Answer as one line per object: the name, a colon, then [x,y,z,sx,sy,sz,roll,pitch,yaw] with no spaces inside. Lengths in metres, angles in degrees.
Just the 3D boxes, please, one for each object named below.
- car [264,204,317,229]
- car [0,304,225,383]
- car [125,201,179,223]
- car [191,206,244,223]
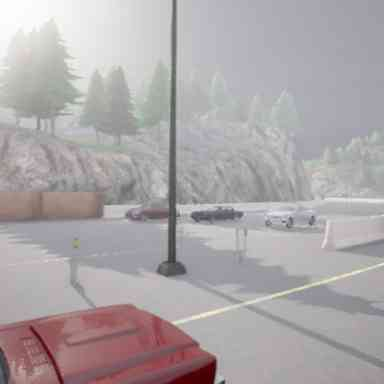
car: [6.900,1.575,23.016,4.674,1.442,1.812,1,-1,-42]
car: [-2.025,1.606,2.369,4.718,1.301,1.895,1,-1,-35]
car: [-3.358,1.567,28.123,4.553,1.767,2.097,1,-1,-40]
car: [2.198,1.864,28.200,4.718,1.301,1.895,1,-1,-42]
